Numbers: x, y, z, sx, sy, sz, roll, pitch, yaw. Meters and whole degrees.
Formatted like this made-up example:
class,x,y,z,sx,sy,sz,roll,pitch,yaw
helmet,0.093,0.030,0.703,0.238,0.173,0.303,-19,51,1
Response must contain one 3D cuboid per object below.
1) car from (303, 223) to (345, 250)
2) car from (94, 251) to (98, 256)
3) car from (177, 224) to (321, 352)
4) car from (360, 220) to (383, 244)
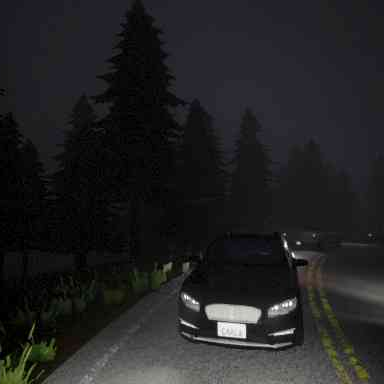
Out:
class,x,y,z,sx,sy,sz,roll,pitch,yaw
car,6.525,2.310,17.731,1.895,1.301,4.718,-3,-6,39
car,-20.219,13.650,73.004,4.181,1.381,1.994,-2,-5,31
car,1.138,1.562,6.623,2.128,1.511,4.902,-1,-2,15
car,15.887,3.228,26.476,5.566,2.045,2.150,8,-8,-28
